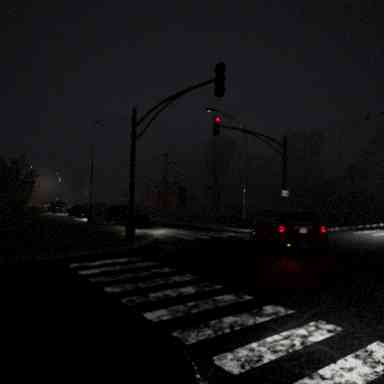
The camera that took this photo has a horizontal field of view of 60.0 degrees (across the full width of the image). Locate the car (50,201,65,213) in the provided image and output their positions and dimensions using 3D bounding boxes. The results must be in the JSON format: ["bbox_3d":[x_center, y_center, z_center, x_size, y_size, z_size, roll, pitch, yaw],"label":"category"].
[{"bbox_3d":[-16.324,1.823,40.740,1.812,1.442,4.674,3,-2,-34],"label":"car"}]

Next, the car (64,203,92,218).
[{"bbox_3d":[-10.569,1.798,32.505,1.994,1.385,4.181,3,-2,-37],"label":"car"}]

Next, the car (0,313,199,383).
[{"bbox_3d":[-2.134,1.484,1.917,4.902,1.511,2.128,1,0,-35],"label":"car"}]

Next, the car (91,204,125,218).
[{"bbox_3d":[-9.039,1.955,35.413,1.895,1.301,4.718,3,-2,-35],"label":"car"}]

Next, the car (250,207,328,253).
[{"bbox_3d":[4.003,1.480,14.424,2.097,1.767,4.553,0,0,-3],"label":"car"}]

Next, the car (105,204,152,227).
[{"bbox_3d":[-4.776,1.655,24.547,1.882,1.535,5.008,3,-2,-36],"label":"car"}]
